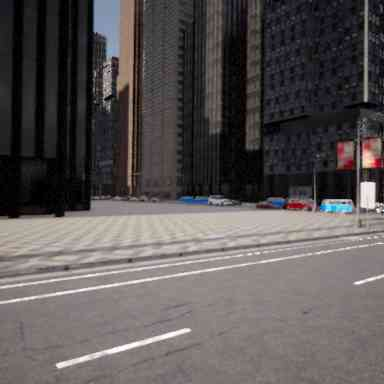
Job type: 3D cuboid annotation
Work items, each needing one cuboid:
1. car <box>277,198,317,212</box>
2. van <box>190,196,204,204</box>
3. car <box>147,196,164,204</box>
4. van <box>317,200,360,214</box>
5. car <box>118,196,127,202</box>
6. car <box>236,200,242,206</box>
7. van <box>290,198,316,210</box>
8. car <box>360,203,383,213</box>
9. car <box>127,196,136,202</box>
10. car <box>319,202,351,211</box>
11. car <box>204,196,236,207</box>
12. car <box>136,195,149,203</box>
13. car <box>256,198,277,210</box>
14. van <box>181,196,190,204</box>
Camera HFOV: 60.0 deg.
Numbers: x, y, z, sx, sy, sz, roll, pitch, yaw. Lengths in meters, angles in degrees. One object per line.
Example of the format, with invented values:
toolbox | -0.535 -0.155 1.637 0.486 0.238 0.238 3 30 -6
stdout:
car | 14.936 1.810 46.148 2.192 1.841 5.009 1 -1 -36
van | 2.078 1.971 78.826 1.690 1.788 3.998 1 -1 -36
car | -8.159 2.041 78.490 2.008 1.369 4.403 1 -1 -36
van | 18.234 1.840 41.527 1.690 1.788 3.998 1 -1 -36
car | -18.056 2.057 92.352 1.947 1.339 4.313 1 -1 -36
car | 8.673 2.211 69.582 1.802 1.307 4.206 1 -1 -36
van | 18.573 1.974 55.723 1.690 1.788 3.998 1 -1 -36
car | 25.168 2.190 46.478 2.008 1.369 4.403 1 -1 -36
car | -14.657 2.016 87.593 1.752 1.417 4.829 1 -1 -36
car | 21.869 2.218 51.099 1.802 1.307 4.206 1 -1 -36
car | 5.386 1.757 64.240 2.150 2.045 5.566 1 -1 -35
car | -11.456 1.931 83.112 1.967 1.590 4.097 1 -1 -36
car | 11.633 2.074 50.766 1.802 1.307 4.206 1 -1 -36
van | -1.220 1.972 83.447 1.690 1.788 3.998 1 -1 -36
